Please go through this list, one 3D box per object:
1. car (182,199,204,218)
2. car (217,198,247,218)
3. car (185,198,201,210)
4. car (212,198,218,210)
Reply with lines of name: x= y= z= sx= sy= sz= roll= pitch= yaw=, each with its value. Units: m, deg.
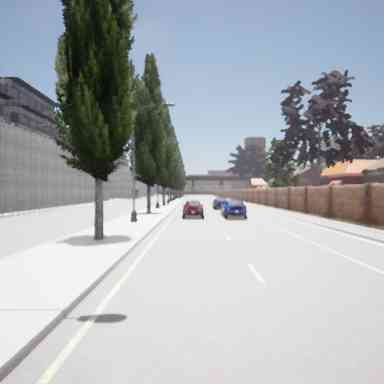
car: x=0.097 y=1.468 z=29.160 sx=1.812 sy=1.442 sz=4.674 roll=0 pitch=0 yaw=0
car: x=3.594 y=1.420 z=29.104 sx=1.882 sy=1.535 sz=5.008 roll=0 pitch=0 yaw=0
car: x=0.099 y=1.518 z=42.165 sx=1.895 sy=1.301 sz=4.718 roll=0 pitch=0 yaw=0
car: x=3.598 y=1.442 z=42.194 sx=1.812 sy=1.442 sz=4.674 roll=0 pitch=0 yaw=0
